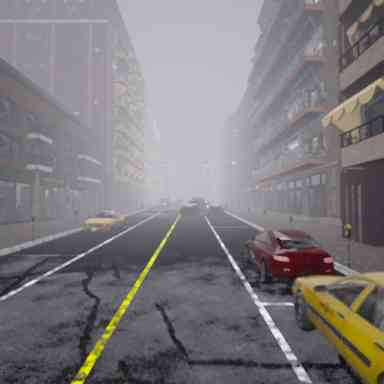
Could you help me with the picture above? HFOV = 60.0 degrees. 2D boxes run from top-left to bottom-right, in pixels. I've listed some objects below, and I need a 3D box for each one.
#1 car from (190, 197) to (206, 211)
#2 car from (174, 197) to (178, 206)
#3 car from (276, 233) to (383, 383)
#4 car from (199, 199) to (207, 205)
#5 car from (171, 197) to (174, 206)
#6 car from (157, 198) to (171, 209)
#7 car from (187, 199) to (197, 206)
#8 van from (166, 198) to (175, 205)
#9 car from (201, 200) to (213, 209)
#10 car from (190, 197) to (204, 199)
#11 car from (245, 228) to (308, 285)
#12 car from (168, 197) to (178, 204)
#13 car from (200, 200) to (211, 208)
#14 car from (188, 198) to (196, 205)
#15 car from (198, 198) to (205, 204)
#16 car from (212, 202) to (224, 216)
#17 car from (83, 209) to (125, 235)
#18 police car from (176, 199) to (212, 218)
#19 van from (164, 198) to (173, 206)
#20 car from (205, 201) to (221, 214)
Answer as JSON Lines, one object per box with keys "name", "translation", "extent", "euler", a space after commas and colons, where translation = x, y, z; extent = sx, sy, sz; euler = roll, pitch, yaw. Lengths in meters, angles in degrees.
{"name": "car", "translation": [0.851, 1.757, 49.810], "extent": [2.150, 2.045, 5.566], "euler": [0, -1, 0]}
{"name": "car", "translation": [-2.713, 2.318, 71.061], "extent": [1.812, 1.442, 4.674], "euler": [0, -1, 0]}
{"name": "car", "translation": [2.588, 1.565, 4.097], "extent": [1.752, 1.417, 4.829], "euler": [2, -1, 0]}
{"name": "car", "translation": [2.627, 2.479, 81.346], "extent": [1.887, 1.381, 4.507], "euler": [1, -1, 0]}
{"name": "car", "translation": [-5.256, 2.033, 64.826], "extent": [2.192, 1.841, 5.009], "euler": [2, -1, 0]}
{"name": "car", "translation": [-5.264, 2.172, 59.122], "extent": [1.752, 1.417, 4.829], "euler": [2, -1, 0]}
{"name": "car", "translation": [0.037, 2.216, 69.487], "extent": [1.994, 1.385, 4.181], "euler": [0, -1, 0]}
{"name": "van", "translation": [-5.249, 2.276, 81.415], "extent": [1.690, 1.788, 3.998], "euler": [1, -1, 0]}
{"name": "car", "translation": [2.615, 2.193, 59.224], "extent": [1.887, 1.381, 4.507], "euler": [1, -1, 0]}
{"name": "car", "translation": [0.712, 1.811, 43.700], "extent": [2.097, 1.767, 4.553], "euler": [0, -1, -3]}
{"name": "car", "translation": [2.589, 1.674, 9.455], "extent": [1.802, 1.307, 4.206], "euler": [1, -1, 0]}
{"name": "car", "translation": [-5.242, 2.404, 92.475], "extent": [2.192, 1.841, 5.009], "euler": [1, -1, 0]}
{"name": "car", "translation": [2.618, 2.268, 64.756], "extent": [2.008, 1.369, 4.403], "euler": [1, -1, 0]}
{"name": "car", "translation": [0.045, 2.375, 84.492], "extent": [2.128, 1.511, 4.902], "euler": [0, -1, 0]}
{"name": "car", "translation": [2.642, 2.528, 92.408], "extent": [1.967, 1.590, 4.097], "euler": [1, -1, 0]}
{"name": "car", "translation": [2.604, 1.928, 37.104], "extent": [1.887, 1.381, 4.507], "euler": [1, -1, 0]}
{"name": "car", "translation": [-5.283, 1.727, 20.417], "extent": [1.752, 1.417, 4.829], "euler": [2, -1, 0]}
{"name": "police car", "translation": [0.294, 1.780, 34.157], "extent": [1.930, 1.638, 5.238], "euler": [0, -1, 15]}
{"name": "van", "translation": [-5.251, 2.201, 75.883], "extent": [1.690, 1.788, 3.998], "euler": [2, -1, 0]}
{"name": "car", "translation": [2.607, 1.974, 42.806], "extent": [1.752, 1.417, 4.829], "euler": [1, -1, 0]}
